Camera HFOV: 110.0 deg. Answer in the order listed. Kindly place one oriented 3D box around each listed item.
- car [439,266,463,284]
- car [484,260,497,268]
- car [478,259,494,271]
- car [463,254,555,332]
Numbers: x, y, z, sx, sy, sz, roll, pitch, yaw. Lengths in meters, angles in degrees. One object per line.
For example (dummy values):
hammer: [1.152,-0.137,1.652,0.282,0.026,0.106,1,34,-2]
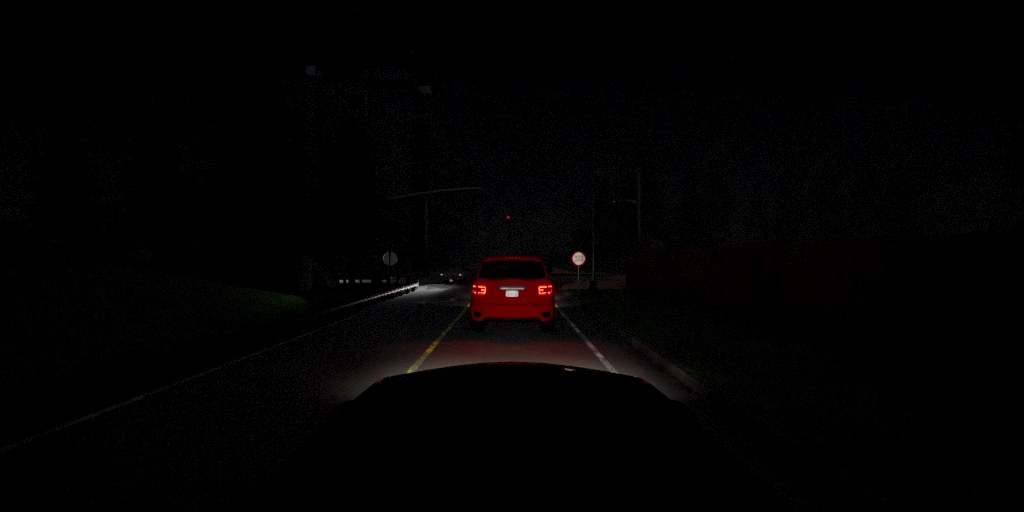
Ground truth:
car: [-3.450,1.354,26.464,1.895,1.301,4.718,0,0,20]
car: [-3.528,1.314,60.002,1.994,1.385,4.181,0,0,0]
car: [-3.550,1.227,50.077,1.882,1.535,5.008,0,0,0]
car: [0.050,0.971,11.027,2.150,2.045,5.566,0,0,1]
